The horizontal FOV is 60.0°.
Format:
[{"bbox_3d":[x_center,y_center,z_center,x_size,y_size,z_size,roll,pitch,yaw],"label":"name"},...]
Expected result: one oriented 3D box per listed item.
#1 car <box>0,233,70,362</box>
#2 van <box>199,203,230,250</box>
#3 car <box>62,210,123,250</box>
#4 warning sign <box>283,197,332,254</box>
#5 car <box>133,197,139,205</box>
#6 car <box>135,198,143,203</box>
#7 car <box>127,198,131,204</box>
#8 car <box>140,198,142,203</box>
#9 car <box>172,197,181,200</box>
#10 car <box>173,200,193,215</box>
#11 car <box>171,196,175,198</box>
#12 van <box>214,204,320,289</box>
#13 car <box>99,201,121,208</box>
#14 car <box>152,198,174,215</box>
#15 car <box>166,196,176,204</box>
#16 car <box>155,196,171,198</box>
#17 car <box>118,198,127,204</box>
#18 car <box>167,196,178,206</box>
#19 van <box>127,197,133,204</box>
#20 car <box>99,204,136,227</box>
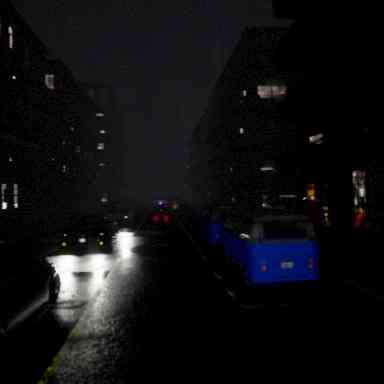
[{"bbox_3d":[-3.526,1.651,5.127,1.994,1.385,4.181,-1,0,-6],"label":"car"},{"bbox_3d":[1.338,1.419,14.663,1.690,1.788,3.998,-2,0,-6],"label":"van"},{"bbox_3d":[-4.501,1.731,15.035,1.994,1.385,4.181,-1,0,-6],"label":"car"},{"bbox_3d":[4.036,1.134,11.752,1.300,1.860,1.060,0,0,-6],"label":"warning sign"},{"bbox_3d":[-11.946,1.918,64.042,2.192,1.841,5.009,-2,0,-6],"label":"car"},{"bbox_3d":[-14.699,2.414,91.914,1.802,1.307,4.206,-2,0,-6],"label":"car"},{"bbox_3d":[-10.266,2.018,47.319,2.008,1.369,4.403,-2,0,-6],"label":"car"},{"bbox_3d":[-14.149,2.368,86.339,1.802,1.307,4.206,-2,0,-6],"label":"car"},{"bbox_3d":[-1.974,1.875,48.281,1.752,1.417,4.829,-2,0,-6],"label":"car"},{"bbox_3d":[-0.856,1.840,36.962,1.802,1.307,4.206,-2,0,-6],"label":"car"},{"bbox_3d":[-3.064,1.754,59.262,2.192,1.841,5.009,-2,0,-6],"label":"car"},{"bbox_3d":[1.888,1.374,9.088,1.690,1.788,3.998,-2,0,-6],"label":"van"},{"bbox_3d":[-9.164,1.958,36.170,1.802,1.307,4.206,-2,0,-6],"label":"car"},{"bbox_3d":[-3.542,1.795,37.899,2.128,1.511,4.902,-1,0,-6],"label":"car"},{"bbox_3d":[-5.264,1.936,81.562,2.192,1.841,5.009,-2,0,-6],"label":"car"},{"bbox_3d":[-4.575,1.611,48.297,2.150,2.045,5.566,-1,0,-6],"label":"car"},{"bbox_3d":[-9.719,1.862,41.745,1.967,1.590,4.097,-2,0,-6],"label":"car"},{"bbox_3d":[-4.164,1.845,70.412,2.192,1.841,5.009,-2,0,-6],"label":"car"},{"bbox_3d":[-10.822,1.853,52.895,1.690,1.788,3.998,-2,0,-6],"label":"van"},{"bbox_3d":[-5.476,1.848,25.014,1.895,1.301,4.718,-1,0,-6],"label":"car"}]
